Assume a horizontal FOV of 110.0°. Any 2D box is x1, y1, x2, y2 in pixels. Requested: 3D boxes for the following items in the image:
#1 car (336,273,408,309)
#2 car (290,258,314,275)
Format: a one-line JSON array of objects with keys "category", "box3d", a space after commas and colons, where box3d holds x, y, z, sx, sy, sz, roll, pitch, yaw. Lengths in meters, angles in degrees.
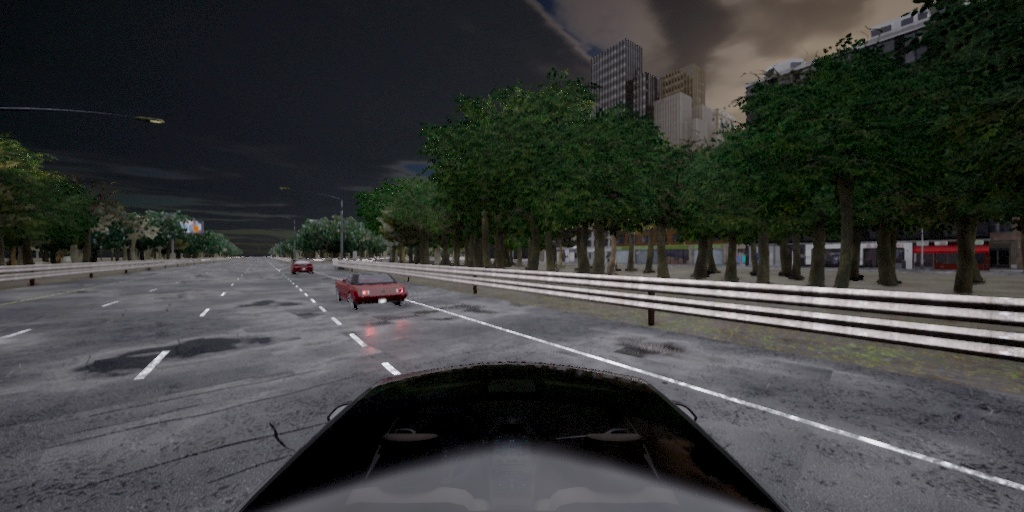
[{"category": "car", "box3d": [-6.005, 1.339, 14.913, 1.895, 1.301, 4.718, 0, 0, -35]}, {"category": "car", "box3d": [-23.147, 1.193, 39.438, 1.882, 1.535, 5.008, 0, 0, -35]}]
